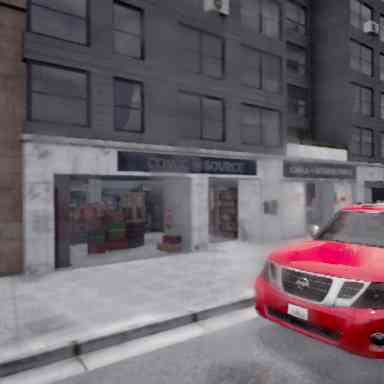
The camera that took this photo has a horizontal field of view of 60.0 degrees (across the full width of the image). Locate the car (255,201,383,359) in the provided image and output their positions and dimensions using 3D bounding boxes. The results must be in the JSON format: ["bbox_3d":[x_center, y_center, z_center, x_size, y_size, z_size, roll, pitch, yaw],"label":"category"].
[{"bbox_3d":[3.638,1.203,5.894,5.566,2.045,2.150,0,0,-35],"label":"car"}]
